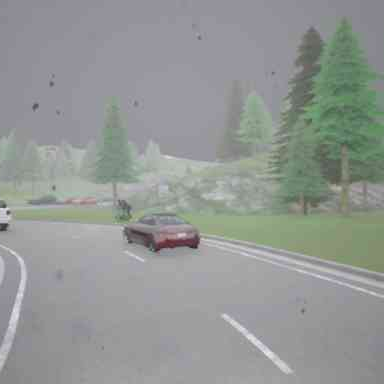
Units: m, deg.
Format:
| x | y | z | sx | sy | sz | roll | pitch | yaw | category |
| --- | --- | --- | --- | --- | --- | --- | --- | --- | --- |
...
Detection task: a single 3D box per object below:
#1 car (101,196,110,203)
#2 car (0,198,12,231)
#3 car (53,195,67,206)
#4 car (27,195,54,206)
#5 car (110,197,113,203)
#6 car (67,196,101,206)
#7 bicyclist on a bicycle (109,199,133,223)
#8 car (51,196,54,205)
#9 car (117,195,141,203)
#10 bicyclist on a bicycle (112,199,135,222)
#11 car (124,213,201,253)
| x | y | z | sx | sy | sz | roll | pitch | yaw | category |
| --- | --- | --- | --- | --- | --- | --- | --- | --- | --- |
| -20.521 | 1.765 | 77.372 | 2.128 | 1.511 | 4.902 | -1 | 0 | 31 | car |
| -13.465 | 1.418 | 20.647 | 5.566 | 2.045 | 2.150 | -1 | 0 | 33 | car |
| -22.306 | 1.658 | 60.873 | 2.097 | 1.767 | 4.553 | -1 | 0 | 32 | car |
| -28.646 | 1.628 | 63.876 | 2.150 | 2.045 | 5.566 | -1 | 0 | 31 | car |
| -16.187 | 1.695 | 77.787 | 1.837 | 1.490 | 4.892 | -1 | 0 | 31 | car |
| -19.211 | 1.610 | 59.259 | 2.097 | 1.767 | 4.553 | -1 | 0 | 32 | car |
| -5.158 | 1.365 | 24.271 | 0.582 | 1.620 | 1.656 | -1 | 0 | 38 | bicyclist on a bicycle |
| -24.237 | 1.929 | 64.406 | 1.895 | 1.301 | 4.718 | -1 | 0 | 31 | car |
| -14.246 | 1.492 | 74.230 | 2.097 | 1.767 | 4.553 | -1 | 0 | 31 | car |
| -4.773 | 1.359 | 23.966 | 0.582 | 1.620 | 1.656 | -1 | 0 | 39 | bicyclist on a bicycle |
| -1.385 | 1.576 | 13.985 | 1.994 | 1.385 | 4.181 | -1 | 0 | -30 | car |
